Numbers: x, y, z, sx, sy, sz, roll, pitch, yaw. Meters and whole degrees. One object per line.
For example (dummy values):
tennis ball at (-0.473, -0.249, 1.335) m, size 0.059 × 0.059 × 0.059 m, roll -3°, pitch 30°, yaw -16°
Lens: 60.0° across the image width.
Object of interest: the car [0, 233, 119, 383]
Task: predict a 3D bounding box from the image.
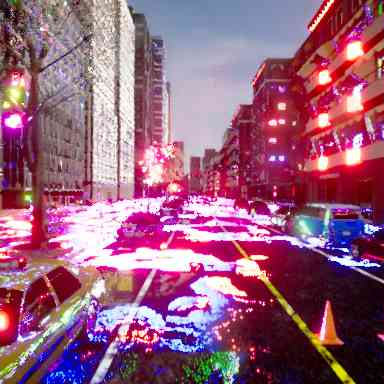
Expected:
car at (-2.320, 1.520, 3.865) m, size 1.752 × 1.417 × 4.829 m, roll 0°, pitch 0°, yaw 0°

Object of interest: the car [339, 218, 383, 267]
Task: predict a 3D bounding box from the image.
car at (6.098, 1.640, 9.511) m, size 1.802 × 1.307 × 4.206 m, roll 0°, pitch 0°, yaw 0°

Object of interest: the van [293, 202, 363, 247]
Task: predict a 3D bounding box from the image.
van at (6.136, 1.413, 15.043) m, size 1.690 × 1.788 × 3.998 m, roll 0°, pitch 0°, yaw 0°

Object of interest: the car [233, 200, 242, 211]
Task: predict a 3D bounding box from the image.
car at (6.322, 1.693, 42.706) m, size 2.008 × 1.369 × 4.403 m, roll 0°, pitch 0°, yaw 0°

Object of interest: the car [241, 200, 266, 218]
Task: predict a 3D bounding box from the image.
car at (6.247, 1.663, 31.640) m, size 2.008 × 1.369 × 4.403 m, roll 0°, pitch 0°, yaw 0°

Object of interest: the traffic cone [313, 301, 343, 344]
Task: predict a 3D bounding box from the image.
traffic cone at (2.102, 1.979, 5.140) m, size 0.340 × 0.580 × 0.340 m, roll 0°, pitch 0°, yaw 0°

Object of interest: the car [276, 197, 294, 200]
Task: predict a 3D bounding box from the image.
car at (17.190, 1.609, 62.039) m, size 4.403 × 1.369 × 2.008 m, roll 0°, pitch 1°, yaw 0°

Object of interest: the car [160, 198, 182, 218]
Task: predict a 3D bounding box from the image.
car at (-2.133, 1.586, 31.527) m, size 1.752 × 1.417 × 4.829 m, roll 0°, pitch 0°, yaw 0°

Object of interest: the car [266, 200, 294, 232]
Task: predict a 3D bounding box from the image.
car at (6.173, 1.525, 20.576) m, size 1.967 × 1.590 × 4.097 m, roll 0°, pitch 0°, yaw 0°

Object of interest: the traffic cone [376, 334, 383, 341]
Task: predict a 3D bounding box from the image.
traffic cone at (3.102, 1.985, 5.134) m, size 0.340 × 0.580 × 0.340 m, roll 0°, pitch 0°, yaw 0°

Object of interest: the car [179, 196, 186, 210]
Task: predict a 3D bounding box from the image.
car at (-2.058, 1.636, 42.763) m, size 1.887 × 1.381 × 4.507 m, roll 0°, pitch 0°, yaw 0°

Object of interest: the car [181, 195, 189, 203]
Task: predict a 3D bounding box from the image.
car at (-1.839, 1.513, 75.150) m, size 2.192 × 1.841 × 5.009 m, roll 0°, pitch 0°, yaw 0°

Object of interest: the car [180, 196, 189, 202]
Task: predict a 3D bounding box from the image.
car at (-1.803, 1.784, 80.673) m, size 1.947 × 1.339 × 4.313 m, roll 0°, pitch 0°, yaw 0°

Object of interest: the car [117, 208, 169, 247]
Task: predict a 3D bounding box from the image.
car at (-2.245, 1.602, 15.100) m, size 1.802 × 1.307 × 4.206 m, roll 0°, pitch 0°, yaw 0°
